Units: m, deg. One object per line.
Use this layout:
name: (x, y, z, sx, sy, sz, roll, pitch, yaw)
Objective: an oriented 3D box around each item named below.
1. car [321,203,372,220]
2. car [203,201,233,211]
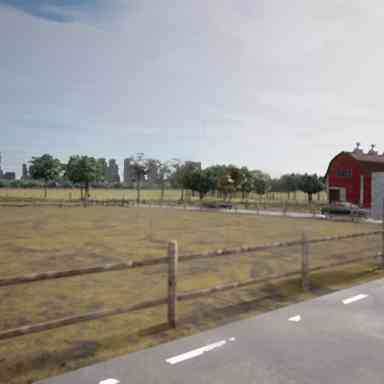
car: (14.998, 1.816, 32.190, 1.837, 1.490, 4.892, 0, 0, -35)
car: (3.746, 2.004, 48.081, 1.895, 1.301, 4.718, 0, 0, -35)
